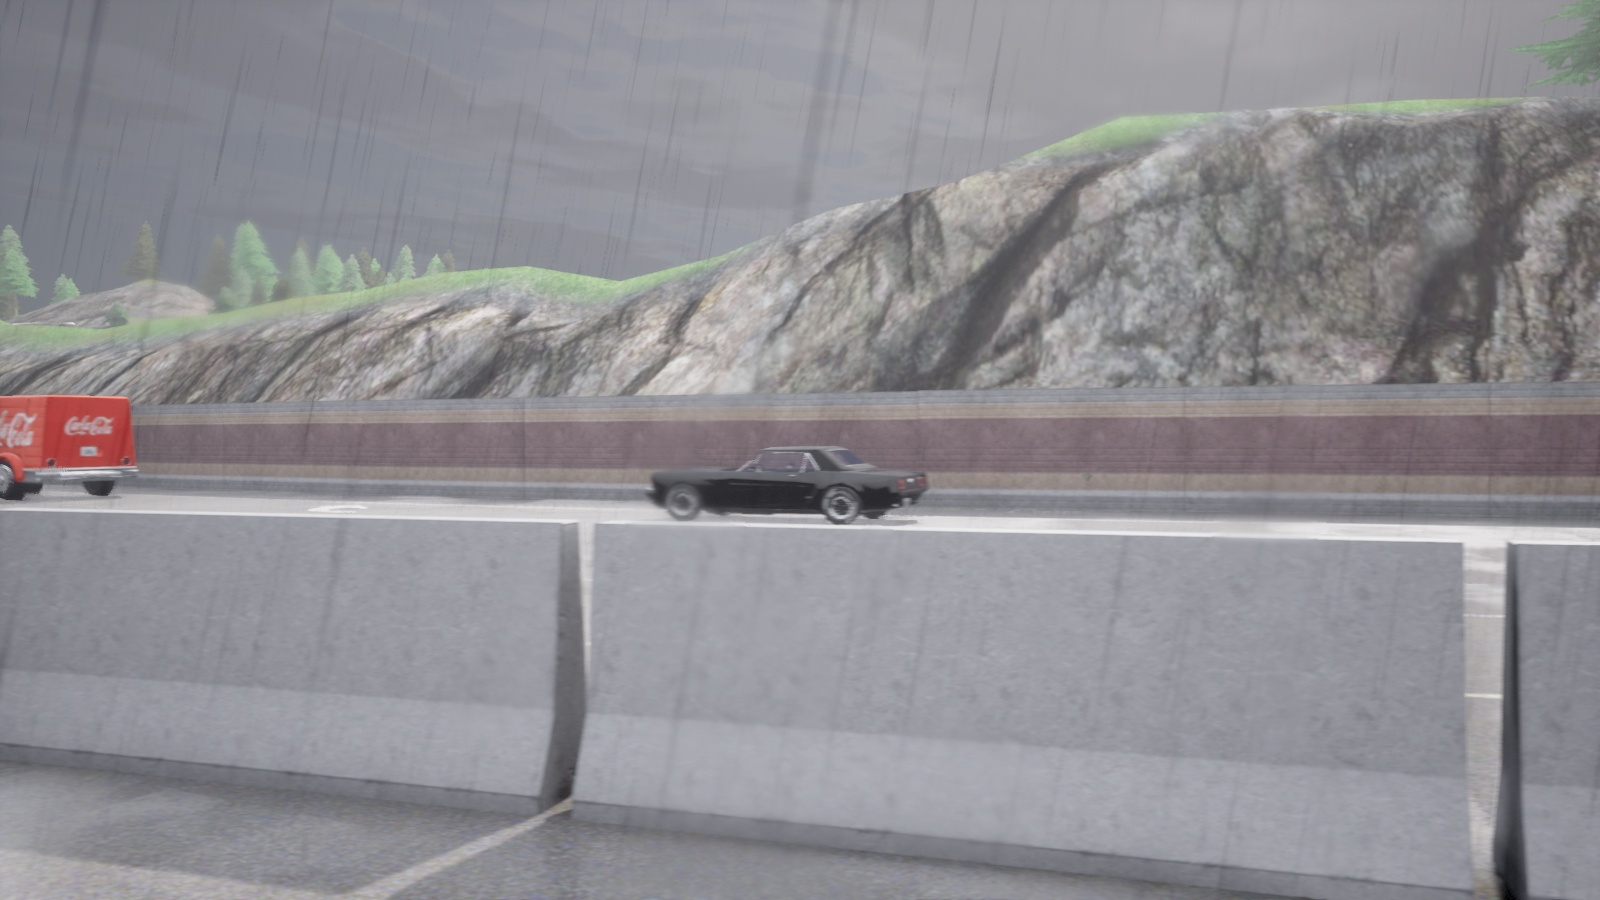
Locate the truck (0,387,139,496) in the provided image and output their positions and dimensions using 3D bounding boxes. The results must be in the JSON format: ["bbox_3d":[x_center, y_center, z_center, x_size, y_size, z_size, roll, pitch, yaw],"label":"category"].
[{"bbox_3d":[-19.206,-0.225,31.032,5.204,2.467,2.627,0,1,29],"label":"truck"}]

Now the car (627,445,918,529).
[{"bbox_3d":[-0.485,0.581,21.963,4.718,1.301,1.895,1,1,21],"label":"car"}]
